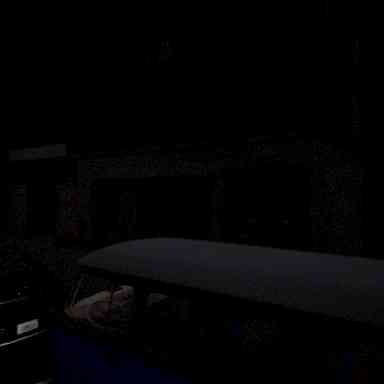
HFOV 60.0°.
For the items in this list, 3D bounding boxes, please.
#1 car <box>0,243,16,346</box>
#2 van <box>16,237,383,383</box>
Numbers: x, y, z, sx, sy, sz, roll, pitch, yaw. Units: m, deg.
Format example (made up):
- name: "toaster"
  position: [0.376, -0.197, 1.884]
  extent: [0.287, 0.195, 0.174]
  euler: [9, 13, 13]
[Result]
- name: "car"
  position: [-3.942, 1.541, 5.670]
  extent: [4.403, 1.369, 2.008]
  euler: [0, 0, 36]
- name: "van"
  position: [0.606, 1.340, 2.413]
  extent: [3.998, 1.788, 1.690]
  euler: [0, 0, 36]
